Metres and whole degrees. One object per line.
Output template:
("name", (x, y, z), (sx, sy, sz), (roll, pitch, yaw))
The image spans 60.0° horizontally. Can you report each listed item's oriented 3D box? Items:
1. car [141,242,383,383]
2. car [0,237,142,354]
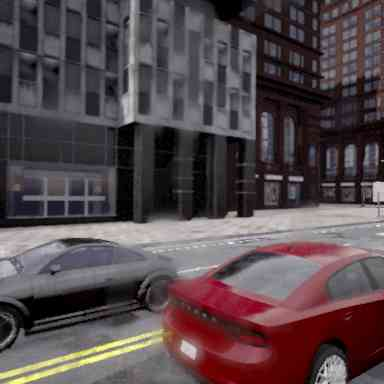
("car", (1.984, 1.480, 4.857), (5.008, 1.535, 1.882), (1, 0, -36))
("car", (-2.266, 1.564, 6.061), (4.181, 1.385, 1.994), (0, 0, -35))
